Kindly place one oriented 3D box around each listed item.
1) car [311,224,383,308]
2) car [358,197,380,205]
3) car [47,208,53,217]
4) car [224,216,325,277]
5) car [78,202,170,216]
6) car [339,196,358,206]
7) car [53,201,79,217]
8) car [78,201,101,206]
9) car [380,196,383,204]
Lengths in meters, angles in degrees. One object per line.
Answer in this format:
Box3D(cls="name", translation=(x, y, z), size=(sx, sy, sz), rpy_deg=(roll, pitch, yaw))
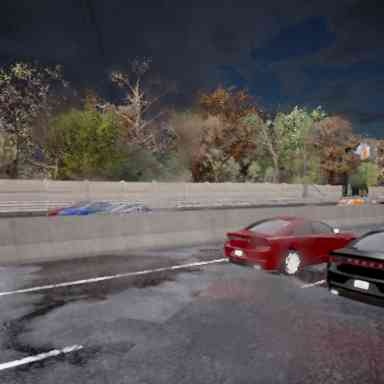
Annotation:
Box3D(cls="car", translation=(5.013, 1.491, 7.324), size=(5.008, 1.535, 1.882), rpy_deg=(0, 0, -36))
Box3D(cls="car", translation=(27.136, 1.455, 49.100), size=(4.553, 1.767, 2.097), rpy_deg=(0, 0, -35))
Box3D(cls="car", translation=(-9.283, 1.492, 27.461), size=(5.008, 1.535, 1.882), rpy_deg=(0, 0, -36))
Box3D(cls="car", translation=(3.269, 1.492, 10.376), size=(5.008, 1.535, 1.882), rpy_deg=(0, 0, -36))
Box3D(cls="car", translation=(-3.466, 1.505, 18.719), size=(4.902, 1.511, 2.128), rpy_deg=(0, 0, -35))
Box3D(cls="car", translation=(24.933, 1.454, 51.827), size=(4.553, 1.767, 2.097), rpy_deg=(0, 0, -35))
Box3D(cls="car", translation=(-7.231, 1.492, 24.632), size=(5.008, 1.535, 1.882), rpy_deg=(0, 0, -36))
Box3D(cls="car", translation=(-4.617, 1.507, 22.197), size=(4.902, 1.511, 2.128), rpy_deg=(0, 0, -35))
Box3D(cls="car", translation=(28.212, 1.604, 45.587), size=(4.892, 1.490, 1.837), rpy_deg=(0, 0, -35))
